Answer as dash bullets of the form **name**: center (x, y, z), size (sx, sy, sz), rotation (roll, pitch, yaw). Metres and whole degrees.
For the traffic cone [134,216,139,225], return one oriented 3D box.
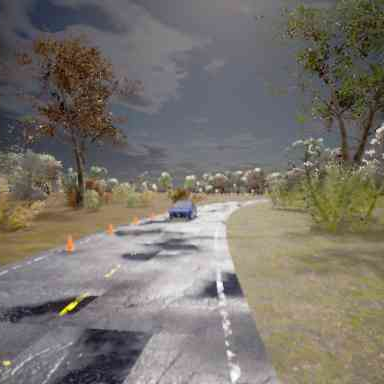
- **traffic cone**: center (-3.911, 1.996, 23.111), size (0.340, 0.580, 0.340), rotation (0, 0, 6)

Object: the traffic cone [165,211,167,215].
- **traffic cone**: center (-2.593, 2.020, 33.146), size (0.340, 0.580, 0.340), rotation (0, 0, 9)

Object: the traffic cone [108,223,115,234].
- **traffic cone**: center (-4.400, 1.985, 18.073), size (0.340, 0.580, 0.340), rotation (0, 0, 5)

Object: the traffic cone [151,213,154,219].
- **traffic cone**: center (-3.309, 2.008, 28.136), size (0.340, 0.580, 0.340), rotation (0, 0, 7)

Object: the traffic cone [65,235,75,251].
- **traffic cone**: center (-4.775, 1.974, 13.026), size (0.340, 0.580, 0.340), rotation (0, 0, 4)

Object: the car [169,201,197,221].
- **car**: center (-0.697, 1.537, 28.462), size (1.882, 1.535, 5.008), rotation (0, 0, 8)
